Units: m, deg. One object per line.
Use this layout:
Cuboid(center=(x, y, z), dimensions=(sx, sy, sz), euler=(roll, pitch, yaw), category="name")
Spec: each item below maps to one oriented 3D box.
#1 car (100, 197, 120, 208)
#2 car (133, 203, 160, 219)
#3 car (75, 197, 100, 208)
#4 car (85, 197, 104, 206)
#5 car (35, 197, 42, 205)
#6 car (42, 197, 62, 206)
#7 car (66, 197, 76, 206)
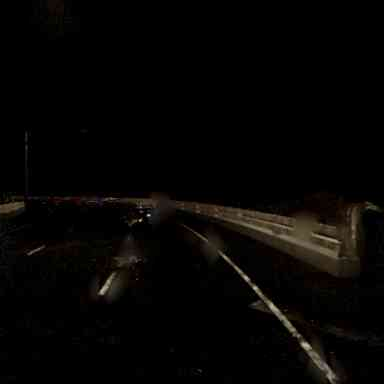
Cuboid(center=(-12.603, 1.574, 51.296), dimensions=(2.128, 1.511, 4.902), euler=(0, 0, -29), category="car")
Cuboid(center=(-4.114, 1.628, 29.292), dimensions=(1.895, 1.301, 4.718), euler=(0, 0, -15), category="car")
Cuboid(center=(-15.492, 1.607, 49.293), dimensions=(1.837, 1.490, 4.892), euler=(0, 0, -29), category="car")
Cuboid(center=(-17.641, 1.682, 60.163), dimensions=(1.994, 1.385, 4.181), euler=(0, 0, -35), category="car")
Cuboid(center=(-28.654, 1.713, 63.783), dimensions=(2.128, 1.511, 4.902), euler=(0, 0, -37), category="car")
Cuboid(center=(-23.632, 1.723, 56.641), dimensions=(1.837, 1.490, 4.892), euler=(0, 0, -36), category="car")
Cuboid(center=(-20.613, 1.662, 58.314), dimensions=(1.812, 1.442, 4.674), euler=(0, 0, -35), category="car")
